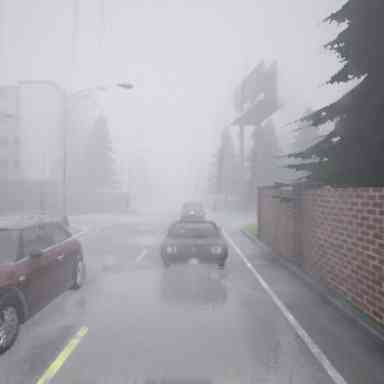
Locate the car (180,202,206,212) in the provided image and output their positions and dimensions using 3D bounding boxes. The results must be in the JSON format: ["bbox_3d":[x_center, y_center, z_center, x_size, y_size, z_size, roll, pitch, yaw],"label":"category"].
[{"bbox_3d":[0.052,1.448,25.280,2.033,1.411,5.357,0,0,0],"label":"car"}]

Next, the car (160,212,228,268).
[{"bbox_3d":[0.069,1.579,11.193,1.895,1.301,4.718,0,0,0],"label":"car"}]

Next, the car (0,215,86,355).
[{"bbox_3d":[-3.586,1.340,6.018,2.097,1.767,4.553,0,0,0],"label":"car"}]
